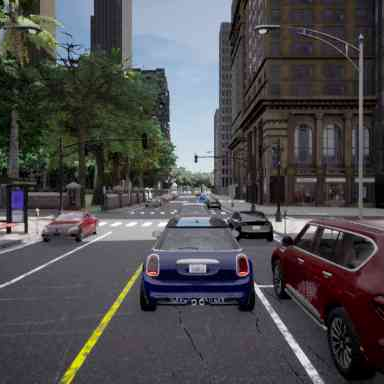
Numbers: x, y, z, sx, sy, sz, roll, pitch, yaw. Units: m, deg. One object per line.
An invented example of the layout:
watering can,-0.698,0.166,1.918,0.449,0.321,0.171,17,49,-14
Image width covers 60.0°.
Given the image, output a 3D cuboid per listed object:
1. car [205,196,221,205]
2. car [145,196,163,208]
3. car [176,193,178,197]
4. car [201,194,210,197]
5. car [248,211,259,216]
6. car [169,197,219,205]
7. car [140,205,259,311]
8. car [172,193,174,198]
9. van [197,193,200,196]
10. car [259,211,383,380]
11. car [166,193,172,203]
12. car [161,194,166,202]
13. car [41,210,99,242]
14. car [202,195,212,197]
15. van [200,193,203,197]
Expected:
car,2.737,1.548,42.704,1.947,1.339,4.313,0,0,0
car,-5.791,1.529,48.140,2.008,1.369,4.403,0,0,0
car,-5.814,1.239,91.502,2.192,1.841,5.009,0,0,0
car,2.731,1.499,53.715,1.752,1.417,4.829,0,0,0
car,2.750,1.562,16.267,1.947,1.339,4.313,0,0,0
car,0.091,1.348,17.449,2.097,1.767,4.553,0,0,0
car,0.098,1.351,7.915,2.097,1.767,4.553,0,0,0
car,-5.806,1.264,75.242,2.192,1.841,5.009,0,0,0
van,2.717,1.282,80.647,1.690,1.788,3.998,0,0,0
car,2.755,1.314,5.417,2.192,1.841,5.009,0,0,0
car,-5.803,1.396,69.821,1.967,1.590,4.097,0,0,0
car,-5.795,1.414,53.560,1.967,1.590,4.097,0,0,0
car,-5.775,1.578,16.281,1.802,1.307,4.206,0,0,0
car,2.734,1.544,48.125,1.947,1.339,4.313,0,0,0
van,2.728,1.310,58.965,1.690,1.788,3.998,0,0,0
